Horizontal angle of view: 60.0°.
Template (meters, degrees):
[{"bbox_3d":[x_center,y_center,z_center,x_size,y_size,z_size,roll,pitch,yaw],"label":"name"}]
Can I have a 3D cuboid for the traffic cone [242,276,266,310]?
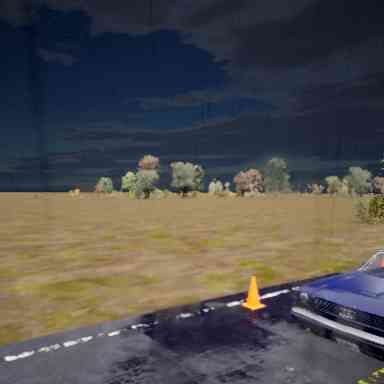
[{"bbox_3d":[1.235,1.978,6.640,0.340,0.580,0.340,0,0,-34],"label":"traffic cone"}]

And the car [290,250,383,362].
[{"bbox_3d":[3.810,1.639,5.422,4.718,1.301,1.895,1,0,-33],"label":"car"}]
